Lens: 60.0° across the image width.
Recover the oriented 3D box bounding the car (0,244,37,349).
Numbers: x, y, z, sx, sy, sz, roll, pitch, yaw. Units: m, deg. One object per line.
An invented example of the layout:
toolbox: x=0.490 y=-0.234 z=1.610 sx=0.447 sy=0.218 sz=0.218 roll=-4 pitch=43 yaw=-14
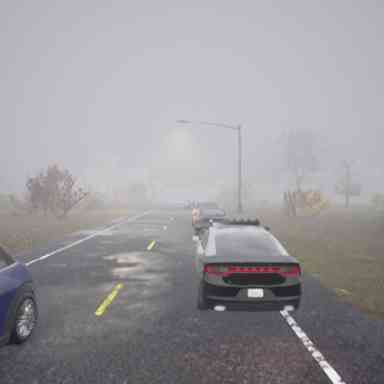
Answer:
car: x=-3.504 y=1.370 z=3.377 sx=2.097 sy=1.767 sz=4.553 roll=0 pitch=0 yaw=0

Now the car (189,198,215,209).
car: x=1.023 y=1.462 z=23.910 sx=2.097 sy=1.767 sz=4.553 roll=0 pitch=0 yaw=0

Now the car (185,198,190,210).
car: x=-0.021 y=1.786 z=45.185 sx=1.895 sy=1.301 sz=4.718 roll=0 pitch=0 yaw=0

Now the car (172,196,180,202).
car: x=-4.082 y=1.783 z=83.902 sx=1.812 sy=1.442 sz=4.674 roll=0 pitch=0 yaw=-2

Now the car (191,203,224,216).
car: x=1.030 y=1.592 z=17.937 sx=1.837 sy=1.490 sz=4.892 roll=0 pitch=0 yaw=0

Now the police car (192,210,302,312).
police car: x=1.041 y=1.467 z=8.046 sx=1.930 sy=1.638 sz=5.238 roll=0 pitch=0 yaw=0

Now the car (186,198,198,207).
car: x=-0.071 y=1.768 z=58.330 sx=2.033 sy=1.411 sz=5.357 roll=0 pitch=0 yaw=0
